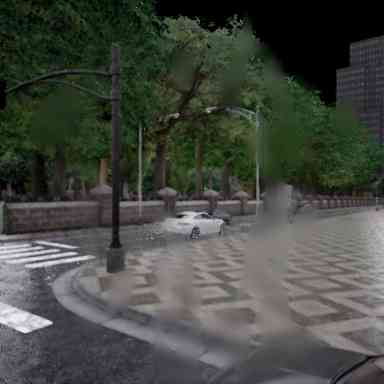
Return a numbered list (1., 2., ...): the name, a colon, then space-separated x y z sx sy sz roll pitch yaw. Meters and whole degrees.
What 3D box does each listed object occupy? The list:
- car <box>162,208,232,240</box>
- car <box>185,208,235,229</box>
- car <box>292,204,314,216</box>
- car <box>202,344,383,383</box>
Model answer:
1. car: 0.228 1.843 19.235 1.812 1.442 4.674 0 -1 36
2. car: 1.530 2.012 26.473 1.994 1.385 4.181 0 -1 35
3. car: 15.295 2.453 45.700 1.837 1.490 4.892 0 -2 36
4. car: 1.915 1.553 1.592 4.403 1.369 2.008 0 0 36
